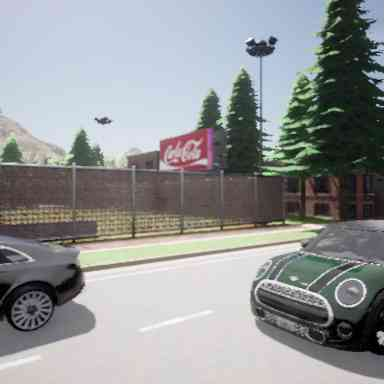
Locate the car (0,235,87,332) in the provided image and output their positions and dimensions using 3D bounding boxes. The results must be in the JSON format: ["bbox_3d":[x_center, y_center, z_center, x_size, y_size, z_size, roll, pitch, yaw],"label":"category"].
[{"bbox_3d":[-4.214,1.489,5.259,4.902,1.511,2.128,0,0,-35],"label":"car"}]

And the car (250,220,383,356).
[{"bbox_3d":[3.230,1.360,6.199,4.553,1.767,2.097,0,0,-35],"label":"car"}]
